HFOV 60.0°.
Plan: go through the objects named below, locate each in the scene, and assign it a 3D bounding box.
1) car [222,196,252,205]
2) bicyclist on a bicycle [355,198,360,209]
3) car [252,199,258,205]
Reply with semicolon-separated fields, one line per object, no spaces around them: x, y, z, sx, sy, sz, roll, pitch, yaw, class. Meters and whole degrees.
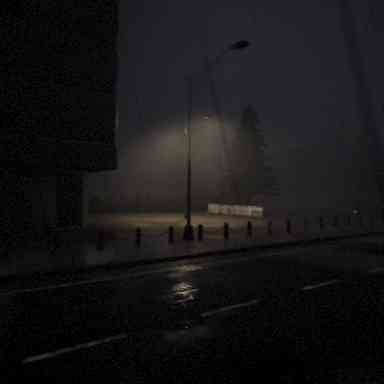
8.015;1.624;62.717;2.150;2.045;5.566;1;0;-36;car
25.680;1.783;51.562;1.656;1.620;0.582;0;0;-36;bicyclist on a bicycle
10.586;1.919;65.139;1.882;1.535;5.008;1;0;-35;car
